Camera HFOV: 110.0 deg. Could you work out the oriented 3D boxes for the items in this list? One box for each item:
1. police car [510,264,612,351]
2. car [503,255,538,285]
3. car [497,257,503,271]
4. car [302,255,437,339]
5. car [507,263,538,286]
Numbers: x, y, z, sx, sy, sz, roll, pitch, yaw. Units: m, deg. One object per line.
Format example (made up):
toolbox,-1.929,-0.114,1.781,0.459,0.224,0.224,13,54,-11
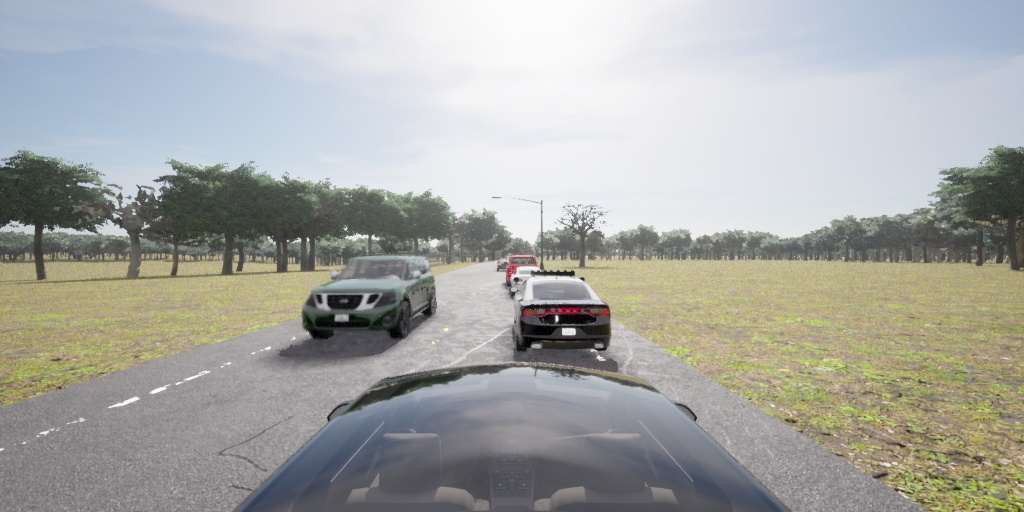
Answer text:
police car,1.009,1.174,9.115,1.930,1.638,5.238,0,0,-1
car,0.666,0.974,25.087,2.150,2.045,5.566,0,0,-2
car,-1.074,1.290,49.196,1.812,1.442,4.674,0,0,-1
car,-3.673,0.971,10.427,2.150,2.045,5.566,0,0,-1
car,0.836,1.275,19.041,1.812,1.442,4.674,0,0,-1
